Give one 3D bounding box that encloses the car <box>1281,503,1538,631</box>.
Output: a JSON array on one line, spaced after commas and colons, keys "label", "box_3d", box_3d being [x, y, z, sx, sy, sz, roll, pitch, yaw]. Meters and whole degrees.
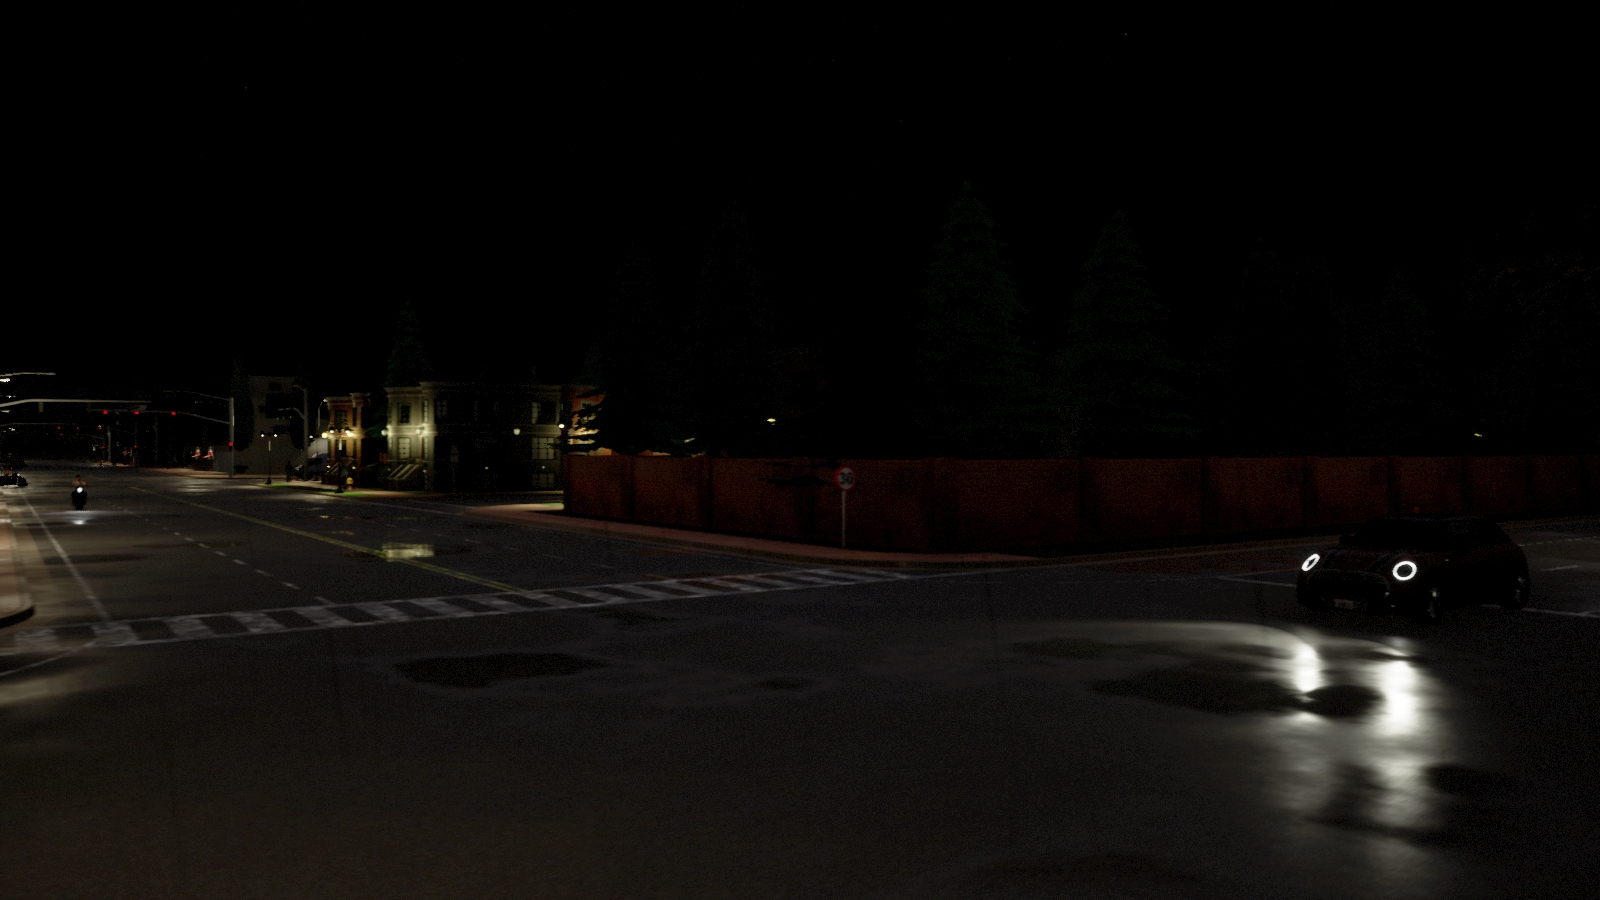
[{"label": "car", "box_3d": [10.600, 1.903, 19.776, 4.553, 1.767, 2.097, 0, 0, -35]}]
